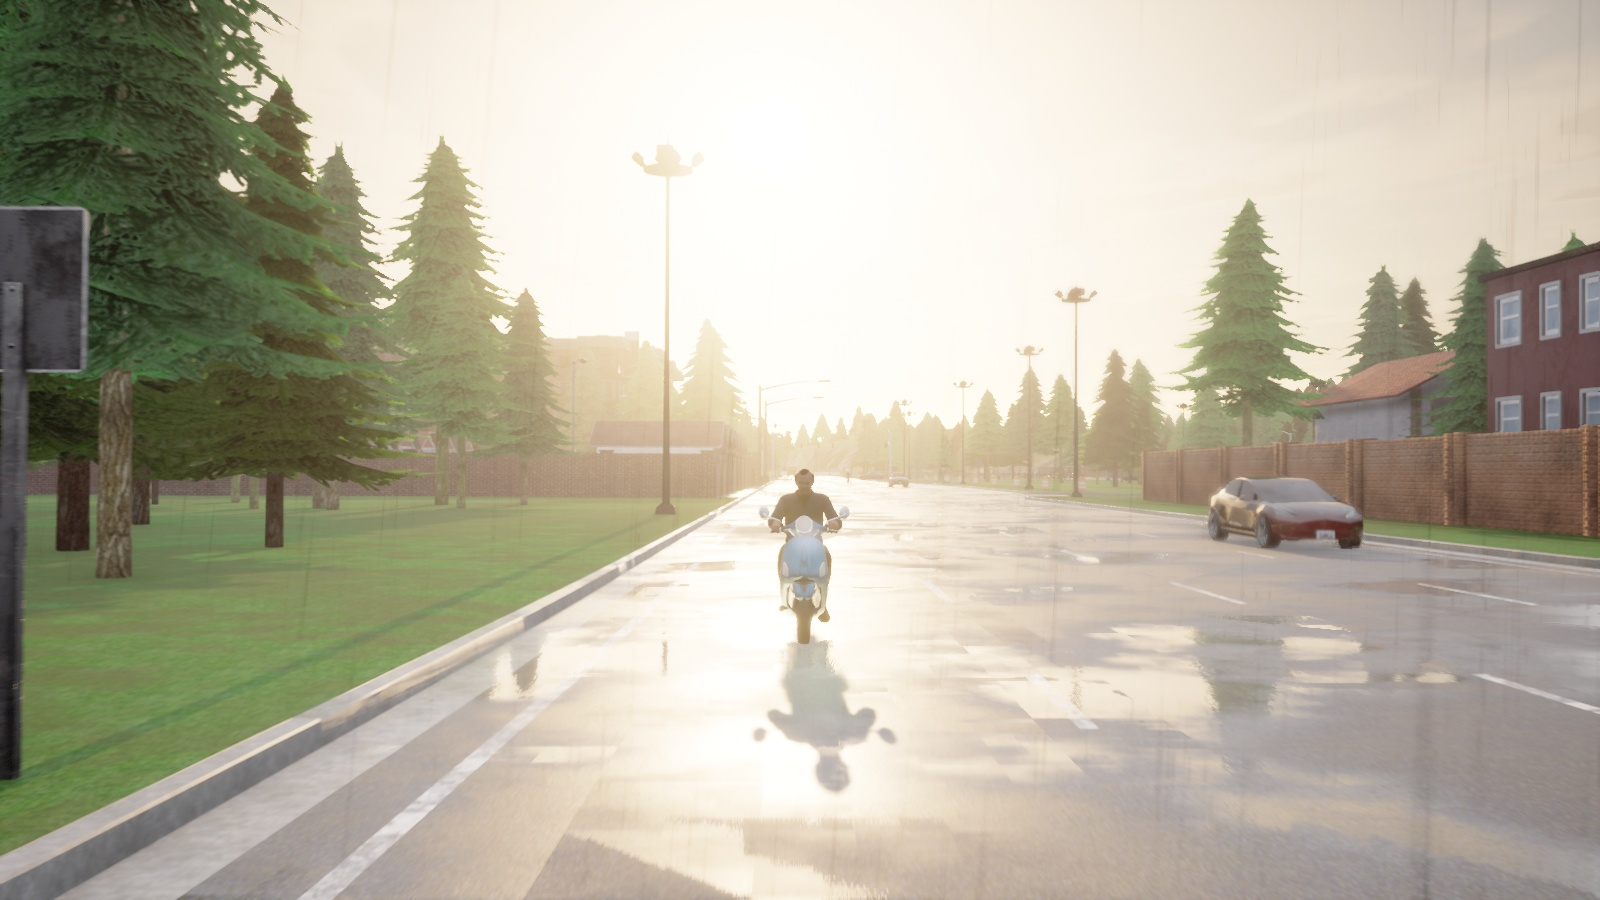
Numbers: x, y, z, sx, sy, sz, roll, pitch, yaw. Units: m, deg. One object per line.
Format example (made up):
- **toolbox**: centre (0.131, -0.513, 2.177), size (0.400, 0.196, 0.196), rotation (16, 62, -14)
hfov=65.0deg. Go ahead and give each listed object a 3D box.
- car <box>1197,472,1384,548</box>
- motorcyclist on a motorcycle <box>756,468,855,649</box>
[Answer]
- **car**: centre (10.483, 1.237, 27.299), size (2.163, 1.488, 4.792), rotation (0, -1, 0)
- **motorcyclist on a motorcycle**: centre (0.048, 0.972, 12.011), size (0.866, 1.590, 1.817), rotation (0, -1, 0)
